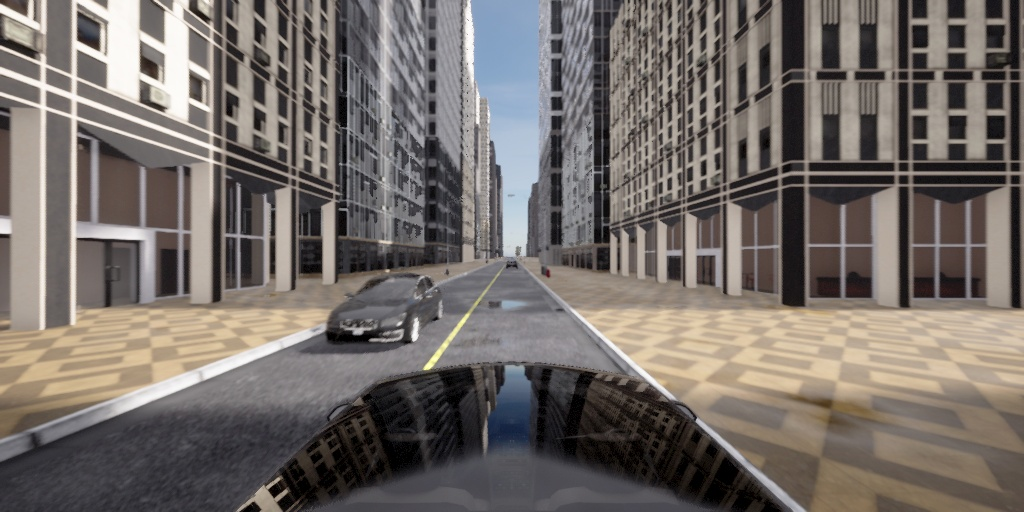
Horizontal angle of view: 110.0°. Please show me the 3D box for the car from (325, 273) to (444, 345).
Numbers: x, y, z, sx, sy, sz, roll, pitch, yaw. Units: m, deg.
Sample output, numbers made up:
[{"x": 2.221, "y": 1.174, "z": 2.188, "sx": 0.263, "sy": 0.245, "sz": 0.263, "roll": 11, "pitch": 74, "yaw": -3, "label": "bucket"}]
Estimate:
[{"x": -3.089, "y": 1.254, "z": 9.637, "sx": 1.837, "sy": 1.490, "sz": 4.892, "roll": 0, "pitch": 1, "yaw": 0, "label": "car"}]

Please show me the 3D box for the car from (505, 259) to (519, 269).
[{"x": 0.004, "y": 1.261, "z": 55.482, "sx": 1.837, "sy": 1.490, "sz": 4.892, "roll": 0, "pitch": 0, "yaw": 0, "label": "car"}]
